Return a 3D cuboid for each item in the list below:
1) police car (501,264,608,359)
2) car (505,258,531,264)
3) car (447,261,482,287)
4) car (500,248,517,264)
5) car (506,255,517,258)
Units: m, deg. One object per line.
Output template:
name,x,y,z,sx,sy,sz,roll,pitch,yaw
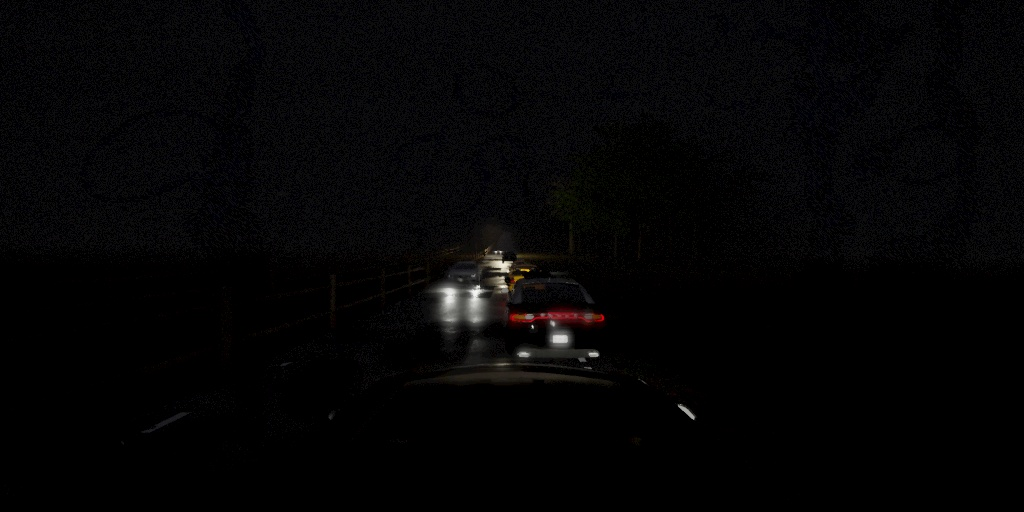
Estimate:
police car,0.774,1.149,8.499,1.930,1.638,5.238,0,0,0
car,0.688,1.072,18.576,1.801,1.575,5.366,0,1,0
car,-2.924,1.072,22.790,1.812,1.442,4.674,0,1,0
car,-0.356,0.112,51.823,2.097,1.767,4.553,0,2,0
car,0.637,0.969,24.574,1.801,1.575,5.366,0,1,0
